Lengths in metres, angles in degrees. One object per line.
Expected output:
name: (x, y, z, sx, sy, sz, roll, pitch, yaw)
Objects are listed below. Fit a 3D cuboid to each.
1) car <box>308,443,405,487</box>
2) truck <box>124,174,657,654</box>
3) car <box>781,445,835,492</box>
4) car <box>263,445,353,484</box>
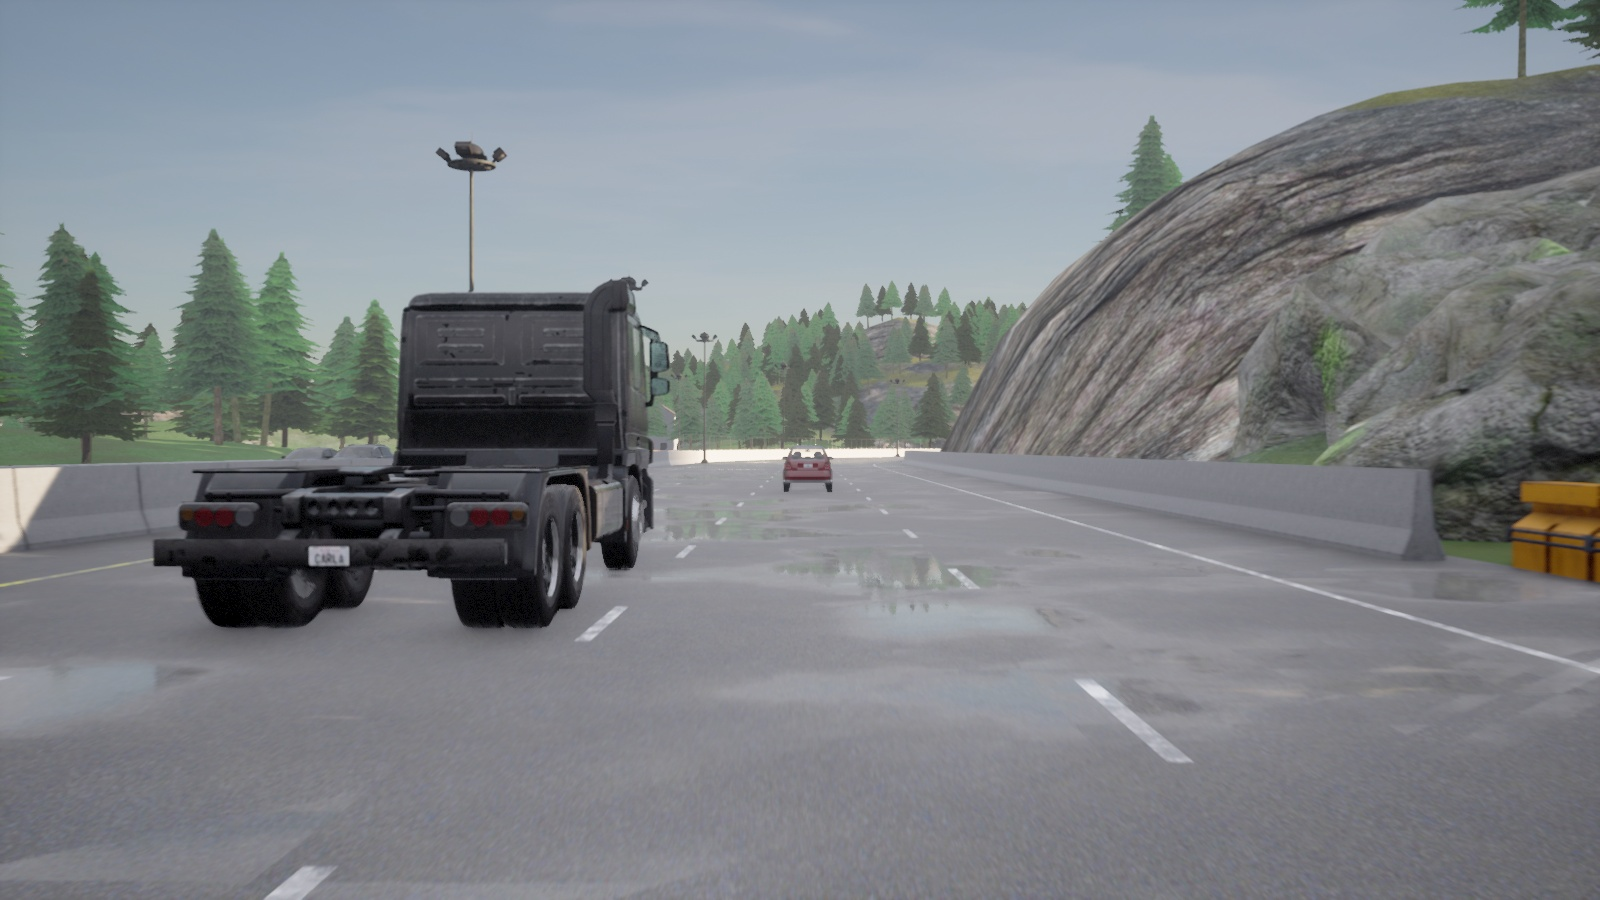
car: (-17.203, 0.543, 48.982, 2.033, 1.649, 4.856, 0, 0, 0)
truck: (-3.409, -0.269, 13.023, 2.891, 3.462, 7.936, 0, 0, 0)
car: (0.267, 0.619, 43.710, 1.789, 1.549, 3.705, 0, 0, 0)
car: (-20.674, 0.578, 52.960, 1.882, 1.535, 5.008, 0, 0, -1)
